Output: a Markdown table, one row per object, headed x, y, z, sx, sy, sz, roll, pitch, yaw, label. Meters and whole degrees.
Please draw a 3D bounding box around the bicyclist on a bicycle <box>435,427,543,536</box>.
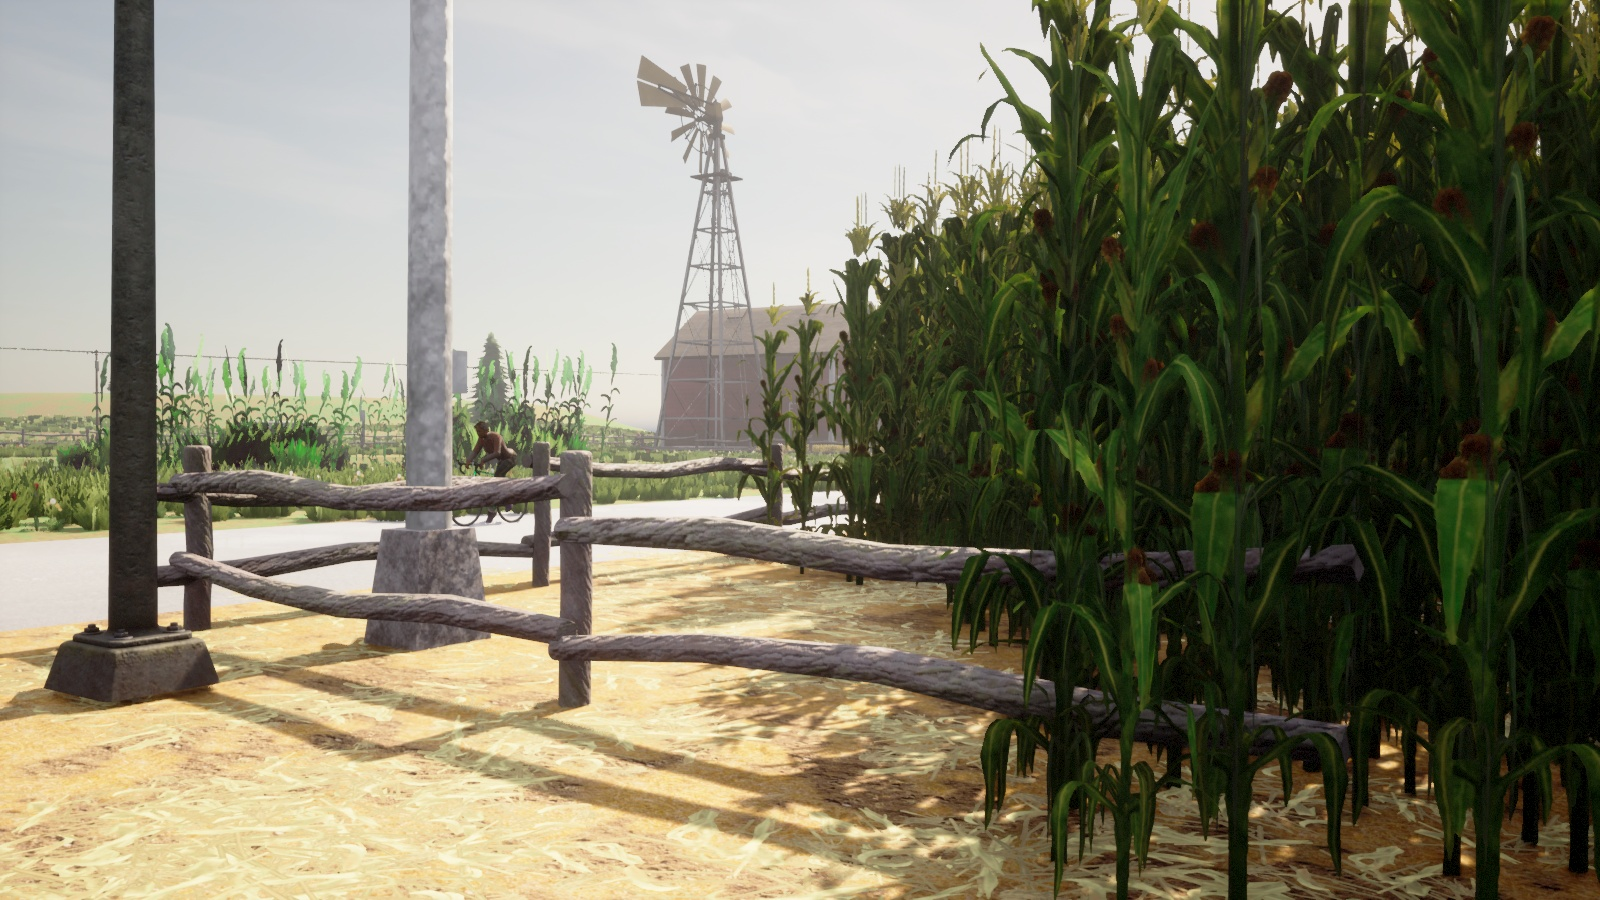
| x | y | z | sx | sy | sz | roll | pitch | yaw | label |
| --- | --- | --- | --- | --- | --- | --- | --- | --- | --- |
| -4.840 | 0.460 | 19.617 | 0.582 | 1.620 | 1.656 | 0 | 1 | 33 | bicyclist on a bicycle |
